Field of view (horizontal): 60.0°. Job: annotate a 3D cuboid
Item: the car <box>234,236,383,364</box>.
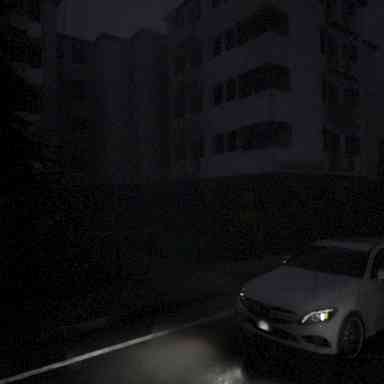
[{"bbox_3d":[2.861,1.611,6.146,4.674,1.442,1.812,0,-1,-37],"label":"car"}]
